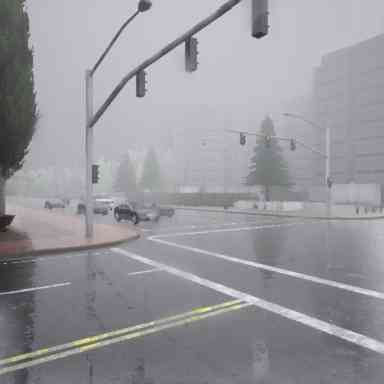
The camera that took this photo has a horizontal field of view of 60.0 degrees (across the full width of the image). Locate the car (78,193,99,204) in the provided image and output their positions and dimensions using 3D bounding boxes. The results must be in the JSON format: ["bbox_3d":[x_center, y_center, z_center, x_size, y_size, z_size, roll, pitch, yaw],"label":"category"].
[{"bbox_3d":[-20.404,1.221,65.377,2.150,2.045,5.566,0,0,-36],"label":"car"}]

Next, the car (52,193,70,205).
[{"bbox_3d":[-22.082,1.209,55.537,2.150,2.045,5.566,0,0,-36],"label":"car"}]

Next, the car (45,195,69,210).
[{"bbox_3d":[-18.119,1.526,43.871,1.812,1.442,4.674,0,0,-35],"label":"car"}]

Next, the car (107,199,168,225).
[{"bbox_3d":[-4.108,1.492,24.339,2.128,1.511,4.902,0,0,-36],"label":"car"}]

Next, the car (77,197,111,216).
[{"bbox_3d":[-9.641,1.505,32.031,1.837,1.490,4.892,0,0,-36],"label":"car"}]

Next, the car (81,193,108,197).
[{"bbox_3d":[-11.347,1.223,40.413,2.150,2.045,5.566,0,0,-36],"label":"car"}]

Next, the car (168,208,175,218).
[{"bbox_3d":[-3.420,1.601,29.367,1.895,1.301,4.718,0,0,-36],"label":"car"}]
